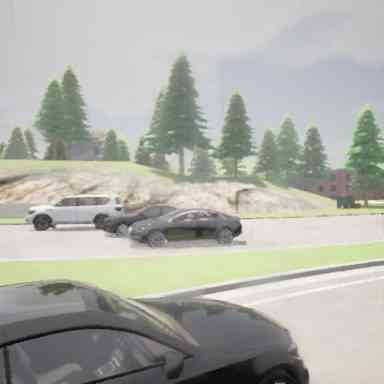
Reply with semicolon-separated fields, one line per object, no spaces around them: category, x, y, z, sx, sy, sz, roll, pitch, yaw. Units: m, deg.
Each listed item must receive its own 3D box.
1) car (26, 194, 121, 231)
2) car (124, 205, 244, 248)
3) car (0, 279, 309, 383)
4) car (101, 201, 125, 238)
car;-6.802;1.169;19.891;5.566;2.045;2.150;0;0;-9
car;-0.204;1.450;14.219;4.902;1.511;2.128;0;0;-16
car;-1.079;1.518;2.756;4.674;1.442;1.812;0;0;-33
car;-2.006;1.428;17.326;5.008;1.535;1.882;0;1;-15
